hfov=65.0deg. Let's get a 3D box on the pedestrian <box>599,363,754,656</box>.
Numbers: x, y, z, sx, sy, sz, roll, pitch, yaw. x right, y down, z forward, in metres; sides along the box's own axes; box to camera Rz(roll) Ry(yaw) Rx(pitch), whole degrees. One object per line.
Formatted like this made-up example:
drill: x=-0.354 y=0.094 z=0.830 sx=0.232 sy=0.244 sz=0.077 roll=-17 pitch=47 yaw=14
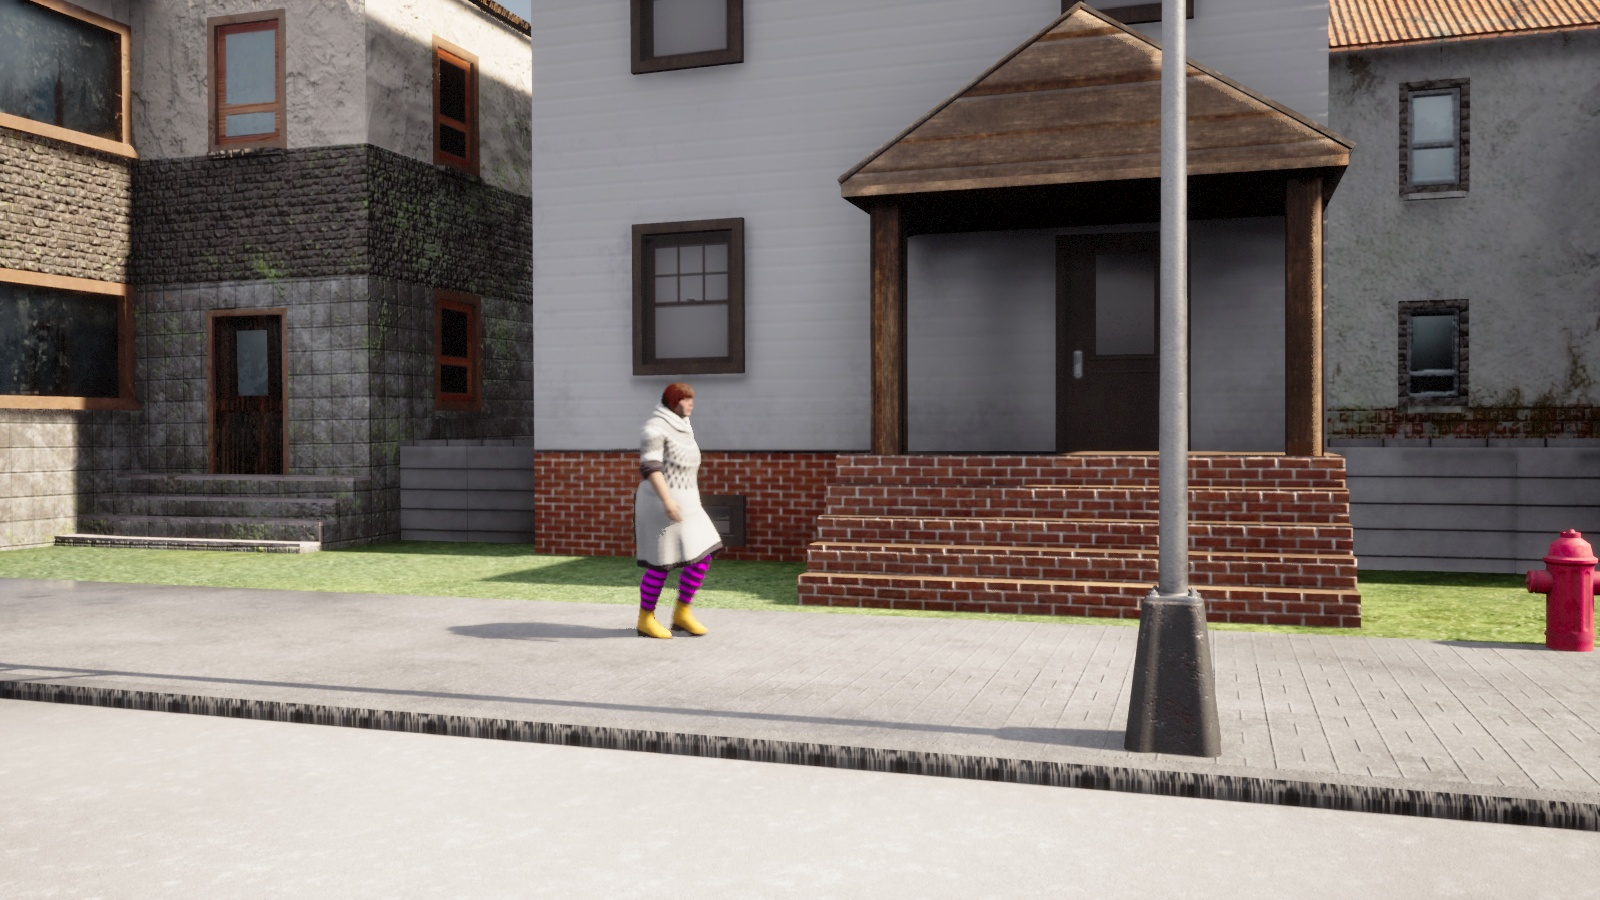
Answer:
pedestrian: x=-0.866 y=0.391 z=8.860 sx=0.873 sy=1.952 sz=0.659 roll=1 pitch=1 yaw=25
